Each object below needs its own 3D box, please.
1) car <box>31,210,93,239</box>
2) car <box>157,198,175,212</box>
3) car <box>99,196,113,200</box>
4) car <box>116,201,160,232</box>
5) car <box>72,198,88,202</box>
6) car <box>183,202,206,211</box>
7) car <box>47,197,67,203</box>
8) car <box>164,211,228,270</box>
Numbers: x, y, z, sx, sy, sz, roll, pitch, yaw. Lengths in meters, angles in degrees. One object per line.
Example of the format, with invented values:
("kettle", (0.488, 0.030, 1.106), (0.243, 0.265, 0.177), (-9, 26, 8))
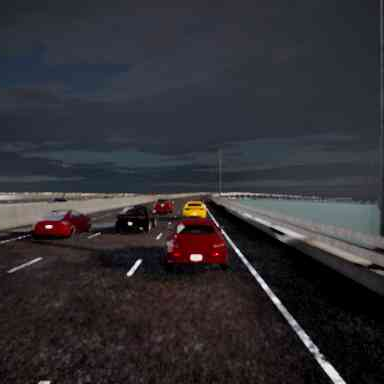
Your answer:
("car", (-6.851, 1.634, 17.953), (1.994, 1.385, 4.181), (0, 0, 0))
("car", (-3.161, 1.490, 38.296), (2.097, 1.767, 4.553), (0, 0, 1))
("car", (-16.796, 1.580, 65.115), (2.097, 1.767, 4.553), (0, 0, 1))
("car", (-3.331, 1.555, 20.491), (1.882, 1.535, 5.008), (0, 0, 0))
("car", (-20.387, 1.824, 61.292), (1.895, 1.301, 4.718), (0, 0, 2))
("car", (0.235, 1.582, 29.166), (1.882, 1.535, 5.008), (0, 0, 1))
("car", (-23.934, 1.698, 59.234), (1.882, 1.535, 5.008), (0, 0, 2))
("car", (0.119, 1.567, 11.057), (1.812, 1.442, 4.674), (0, 0, 0))
